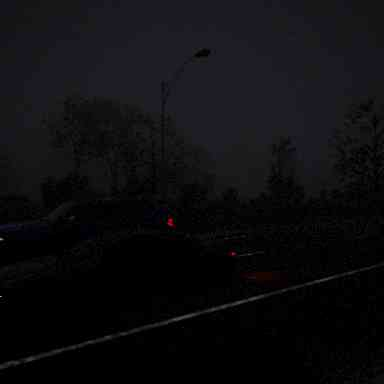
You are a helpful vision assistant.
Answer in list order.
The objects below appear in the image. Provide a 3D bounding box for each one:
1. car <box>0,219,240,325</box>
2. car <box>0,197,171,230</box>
[{"bbox_3d":[-1.391,1.529,7.282,5.357,1.411,2.033,0,0,-35],"label":"car"},{"bbox_3d":[-3.184,1.201,10.298,5.566,2.045,2.150,0,0,-35],"label":"car"}]
